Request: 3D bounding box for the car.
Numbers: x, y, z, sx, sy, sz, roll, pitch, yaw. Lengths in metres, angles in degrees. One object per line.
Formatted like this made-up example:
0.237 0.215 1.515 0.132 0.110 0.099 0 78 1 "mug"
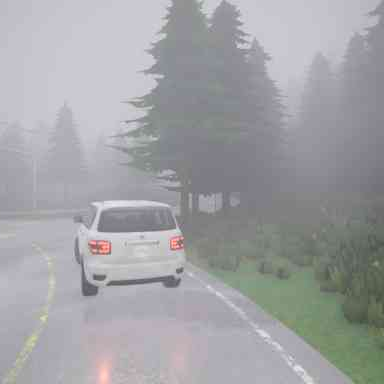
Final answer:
-1.901 1.221 8.996 2.150 2.045 5.566 0 0 -20 "car"
